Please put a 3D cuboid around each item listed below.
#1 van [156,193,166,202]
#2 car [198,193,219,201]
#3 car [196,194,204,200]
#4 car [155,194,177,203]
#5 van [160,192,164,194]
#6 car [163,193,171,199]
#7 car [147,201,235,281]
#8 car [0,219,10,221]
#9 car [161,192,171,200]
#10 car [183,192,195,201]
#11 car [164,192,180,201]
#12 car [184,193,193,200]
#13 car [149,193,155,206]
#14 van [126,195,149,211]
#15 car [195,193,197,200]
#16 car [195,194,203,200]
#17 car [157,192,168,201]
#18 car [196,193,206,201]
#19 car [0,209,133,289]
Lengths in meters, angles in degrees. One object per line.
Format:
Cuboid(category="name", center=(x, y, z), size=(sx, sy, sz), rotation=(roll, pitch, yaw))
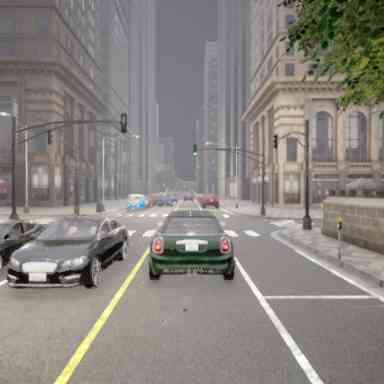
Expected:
Cuboid(category="van", center=(-6.481, 1.059, 69.241), size=(1.690, 1.788, 3.998), rotation=(0, 0, -1))
Cuboid(category="car", center=(2.328, 1.126, 42.133), size=(2.192, 1.841, 5.009), rotation=(0, 0, -1))
Cuboid(category="car", center=(1.930, 1.260, 80.218), size=(1.802, 1.307, 4.206), rotation=(0, 0, -1))
Cuboid(category="car", center=(-3.558, 1.346, 45.686), size=(2.033, 1.411, 5.357), rotation=(0, 0, 0))
Cuboid(category="van", center=(-6.368, 1.096, 58.359), size=(1.690, 1.788, 3.998), rotation=(0, 0, -1))
Cuboid(category="car", center=(-6.708, 1.087, 91.005), size=(1.967, 1.590, 4.097), rotation=(0, 0, -1))
Cuboid(category="car", center=(-0.018, 1.302, 9.865), size=(2.097, 1.767, 4.553), rotation=(0, 0, 0))
Cuboid(category="car", center=(-5.862, 1.517, 9.940), size=(1.947, 1.339, 4.313), rotation=(0, 0, -1))
Cuboid(category="car", center=(-6.651, 0.977, 85.563), size=(2.192, 1.841, 5.009), rotation=(0, 0, -1))
Cuboid(category="car", center=(-0.702, 1.074, 67.645), size=(2.097, 1.767, 4.553), rotation=(0, 0, -1))
Cuboid(category="car", center=(-3.692, 1.219, 62.179), size=(1.882, 1.535, 5.008), rotation=(0, 0, 0))
Cuboid(category="car", center=(-0.807, 1.091, 77.678), size=(1.882, 1.535, 5.008), rotation=(0, 0, -1))
Cuboid(category="car", center=(-6.197, 1.253, 42.036), size=(1.967, 1.590, 4.097), rotation=(0, 0, -1))
Cuboid(category="van", center=(-6.140, 1.175, 36.595), size=(1.690, 1.788, 3.998), rotation=(0, 0, -1))
Cuboid(category="car", center=(2.101, 1.285, 63.896), size=(2.008, 1.369, 4.403), rotation=(0, 0, -1))
Cuboid(category="car", center=(1.874, 1.205, 85.657), size=(1.887, 1.381, 4.507), rotation=(0, 0, -1))
Cuboid(category="car", center=(-6.538, 1.014, 74.682), size=(2.192, 1.841, 5.009), rotation=(0, 0, -1))
Cuboid(category="car", center=(1.987, 1.137, 74.776), size=(1.967, 1.590, 4.097), rotation=(0, 0, -1))
Cuboid(category="car", center=(-3.042, 1.447, 9.161), size=(2.128, 1.511, 4.902), rotation=(0, 0, 2))
